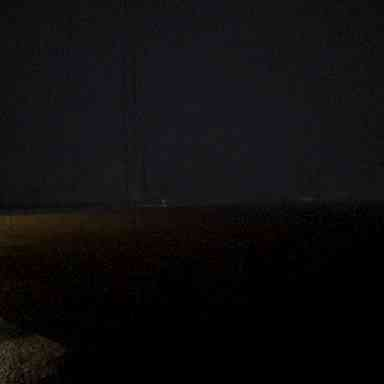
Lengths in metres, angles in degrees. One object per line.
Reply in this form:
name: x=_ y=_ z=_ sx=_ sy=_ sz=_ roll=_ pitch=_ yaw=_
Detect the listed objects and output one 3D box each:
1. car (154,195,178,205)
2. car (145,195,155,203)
car: x=-4.803 y=1.721 z=67.282 sx=1.882 sy=1.535 sz=5.008 roll=0 pitch=0 yaw=35
car: x=-7.683 y=1.427 z=69.274 sx=1.882 sy=1.535 sz=5.008 roll=0 pitch=0 yaw=35
